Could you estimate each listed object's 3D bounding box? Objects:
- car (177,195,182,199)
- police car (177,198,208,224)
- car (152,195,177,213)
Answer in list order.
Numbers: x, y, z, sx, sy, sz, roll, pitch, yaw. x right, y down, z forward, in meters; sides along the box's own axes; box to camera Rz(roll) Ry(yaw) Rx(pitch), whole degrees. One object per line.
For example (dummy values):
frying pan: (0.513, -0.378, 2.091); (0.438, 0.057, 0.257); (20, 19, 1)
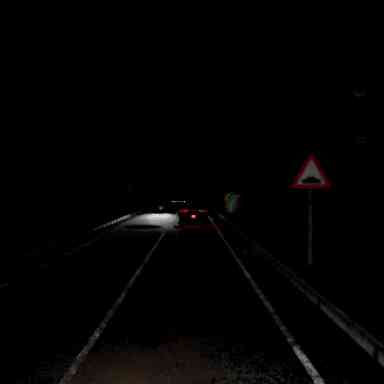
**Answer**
car: (-3.017, 1.367, 76.372); (1.994, 1.385, 4.181); (0, 0, 0)
police car: (0.099, 1.441, 24.361); (2.038, 1.542, 4.974); (0, 0, 0)
car: (-3.103, 1.382, 35.636); (2.128, 1.511, 4.902); (0, 0, 0)
